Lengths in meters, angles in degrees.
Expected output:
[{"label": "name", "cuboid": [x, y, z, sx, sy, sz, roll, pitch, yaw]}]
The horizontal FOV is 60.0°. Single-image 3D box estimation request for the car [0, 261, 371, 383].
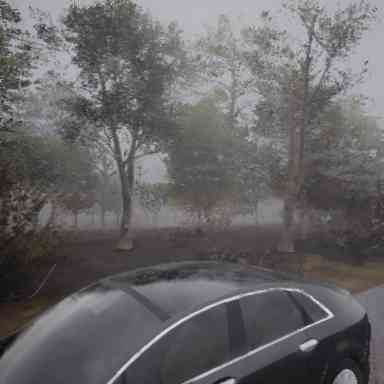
[{"label": "car", "cuboid": [-0.273, 1.510, 2.944, 4.892, 1.490, 1.837, 0, 0, -36]}]
